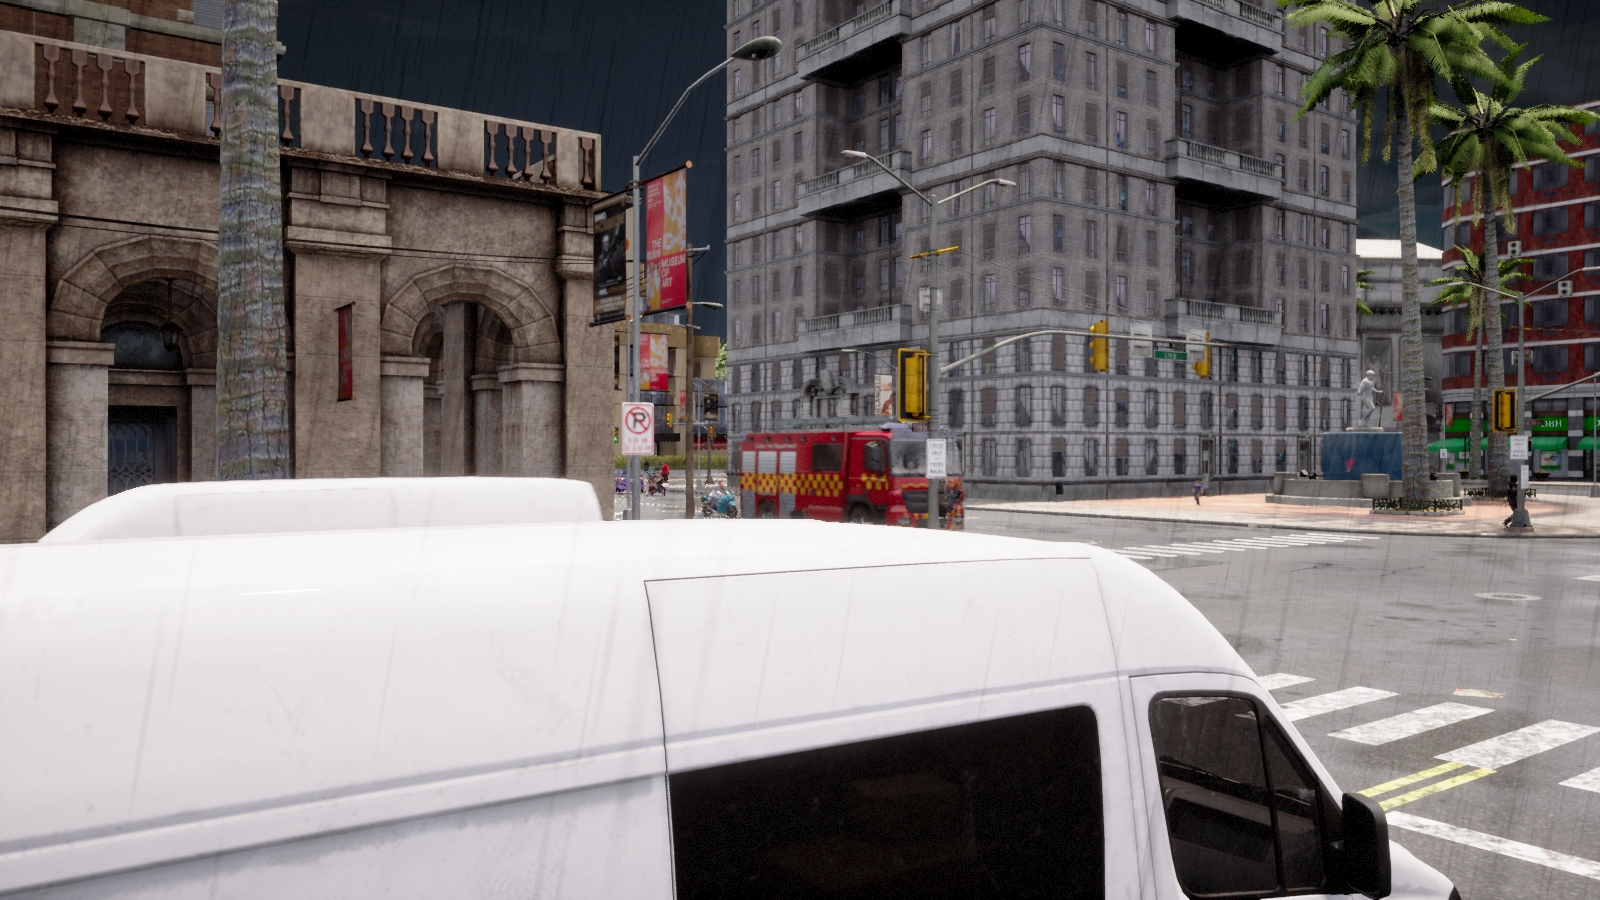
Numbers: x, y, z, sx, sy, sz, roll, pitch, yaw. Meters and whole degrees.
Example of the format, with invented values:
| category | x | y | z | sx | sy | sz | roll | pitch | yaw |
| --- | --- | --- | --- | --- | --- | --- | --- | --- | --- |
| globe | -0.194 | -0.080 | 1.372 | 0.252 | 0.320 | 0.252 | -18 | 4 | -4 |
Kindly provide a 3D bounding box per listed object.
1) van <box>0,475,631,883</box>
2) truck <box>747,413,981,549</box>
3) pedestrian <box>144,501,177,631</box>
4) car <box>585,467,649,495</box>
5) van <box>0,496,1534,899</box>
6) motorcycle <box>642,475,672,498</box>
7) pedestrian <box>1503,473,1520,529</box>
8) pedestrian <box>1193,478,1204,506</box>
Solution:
| category | x | y | z | sx | sy | sz | roll | pitch | yaw |
| --- | --- | --- | --- | --- | --- | --- | --- | --- | --- |
| van | -4.475 | 1.534 | 9.158 | 5.915 | 2.561 | 1.988 | 0 | 0 | -35 |
| truck | 1.772 | 0.881 | 36.543 | 2.891 | 3.827 | 8.468 | 0 | 0 | -35 |
| pedestrian | -9.406 | 1.696 | 16.818 | 0.375 | 1.860 | 0.375 | 0 | 0 | -22 |
| car | -11.778 | 1.954 | 73.402 | 2.242 | 1.667 | 4.611 | 0 | 0 | -35 |
| van | 0.019 | 1.533 | 3.806 | 5.915 | 2.561 | 1.988 | 0 | 0 | -35 |
| motorcycle | -8.635 | 2.192 | 68.940 | 0.867 | 1.251 | 2.209 | 0 | 0 | -35 |
| pedestrian | 23.524 | 1.680 | 37.793 | 0.375 | 1.860 | 0.375 | 0 | 0 | 14 |
| pedestrian | 18.772 | 1.959 | 53.871 | 0.375 | 1.300 | 0.375 | 0 | 0 | 42 |
